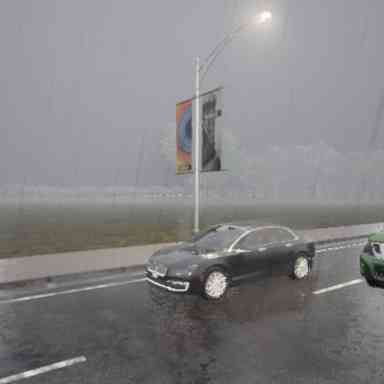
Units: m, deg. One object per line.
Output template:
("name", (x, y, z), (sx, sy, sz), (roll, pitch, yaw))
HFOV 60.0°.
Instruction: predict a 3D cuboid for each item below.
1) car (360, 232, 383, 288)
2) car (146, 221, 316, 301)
("car", (6.500, 1.299, 8.335), (5.566, 2.045, 2.150), (1, 0, -36))
("car", (1.185, 1.550, 8.529), (4.892, 1.490, 1.837), (1, 0, -36))
